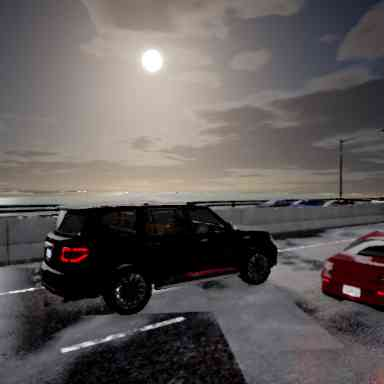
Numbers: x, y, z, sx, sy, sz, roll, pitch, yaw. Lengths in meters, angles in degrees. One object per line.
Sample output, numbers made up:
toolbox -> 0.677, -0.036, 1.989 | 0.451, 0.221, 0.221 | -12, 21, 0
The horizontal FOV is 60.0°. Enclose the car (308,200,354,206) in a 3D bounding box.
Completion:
car -> 13.176, 1.496, 30.403 | 4.892, 1.490, 1.837 | 0, 0, -35

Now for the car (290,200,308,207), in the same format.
car -> 11.215, 1.517, 33.303 | 4.674, 1.442, 1.812 | 0, 0, -35

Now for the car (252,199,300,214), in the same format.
car -> 9.215, 1.539, 36.180 | 5.357, 1.411, 2.033 | 0, 0, -35

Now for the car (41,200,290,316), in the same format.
car -> -0.465, 1.223, 7.738 | 5.566, 2.045, 2.150 | 0, 0, -35

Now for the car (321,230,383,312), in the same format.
car -> 4.622, 1.525, 7.042 | 4.674, 1.442, 1.812 | 0, 0, -35
